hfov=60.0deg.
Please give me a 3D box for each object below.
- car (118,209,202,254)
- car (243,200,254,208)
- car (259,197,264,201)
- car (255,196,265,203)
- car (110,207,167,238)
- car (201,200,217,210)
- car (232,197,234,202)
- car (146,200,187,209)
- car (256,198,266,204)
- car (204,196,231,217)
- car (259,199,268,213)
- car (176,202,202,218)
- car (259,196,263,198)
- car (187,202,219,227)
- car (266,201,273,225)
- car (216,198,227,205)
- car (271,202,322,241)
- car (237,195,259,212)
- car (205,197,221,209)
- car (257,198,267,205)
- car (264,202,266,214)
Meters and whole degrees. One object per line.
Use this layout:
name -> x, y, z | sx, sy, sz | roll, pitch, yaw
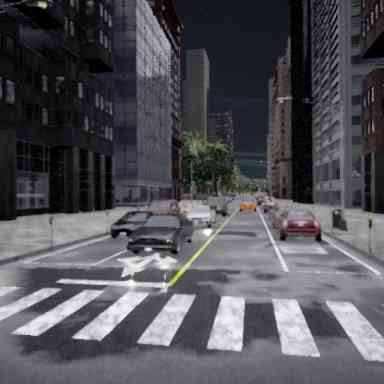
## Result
car -> -1.096, 1.663, 14.398 | 2.033, 1.411, 5.357 | 0, 0, 10
car -> 9.821, 2.012, 57.579 | 1.895, 1.301, 4.718 | 0, -1, 10
car -> 11.071, 1.854, 49.409 | 1.752, 1.417, 4.829 | -1, -1, 10
car -> 17.679, 1.939, 86.633 | 2.192, 1.841, 5.009 | -1, -1, 10
car -> -3.042, 1.731, 18.686 | 1.947, 1.339, 4.313 | -1, -1, 10
car -> 2.650, 1.981, 50.740 | 1.802, 1.307, 4.206 | -1, -1, 10
car -> 9.289, 2.135, 88.137 | 1.967, 1.590, 4.097 | -1, -1, 10
car -> -2.096, 1.518, 24.030 | 2.192, 1.841, 5.009 | -1, -1, 10
car -> 15.784, 2.089, 75.947 | 2.008, 1.369, 4.403 | -1, -1, 10
car -> 2.562, 1.484, 34.945 | 2.150, 2.045, 5.566 | 0, 0, 10
car -> 9.144, 1.793, 38.559 | 1.887, 1.381, 4.507 | -1, -1, 10
car -> -0.226, 1.804, 34.546 | 1.752, 1.417, 4.829 | -1, -1, 10
car -> 12.587, 1.920, 60.266 | 1.837, 1.490, 4.892 | 0, -1, 10
car -> 0.692, 1.713, 24.466 | 1.812, 1.442, 4.674 | 0, 0, 10
car -> 6.298, 1.572, 22.536 | 1.967, 1.590, 4.097 | -1, -1, 10
car -> 6.444, 2.111, 72.109 | 1.887, 1.381, 4.507 | -1, -1, 10
car -> 5.350, 1.534, 17.194 | 1.967, 1.590, 4.097 | -1, -1, 10
car -> 7.510, 1.663, 44.570 | 2.097, 1.767, 4.553 | 0, -1, 10
car -> 3.596, 1.755, 56.084 | 2.192, 1.841, 5.009 | -1, -1, 10
car -> 14.834, 2.040, 70.607 | 1.887, 1.381, 4.507 | -1, -1, 10
car -> 7.248, 1.752, 27.876 | 1.802, 1.307, 4.206 | -1, -1, 10
